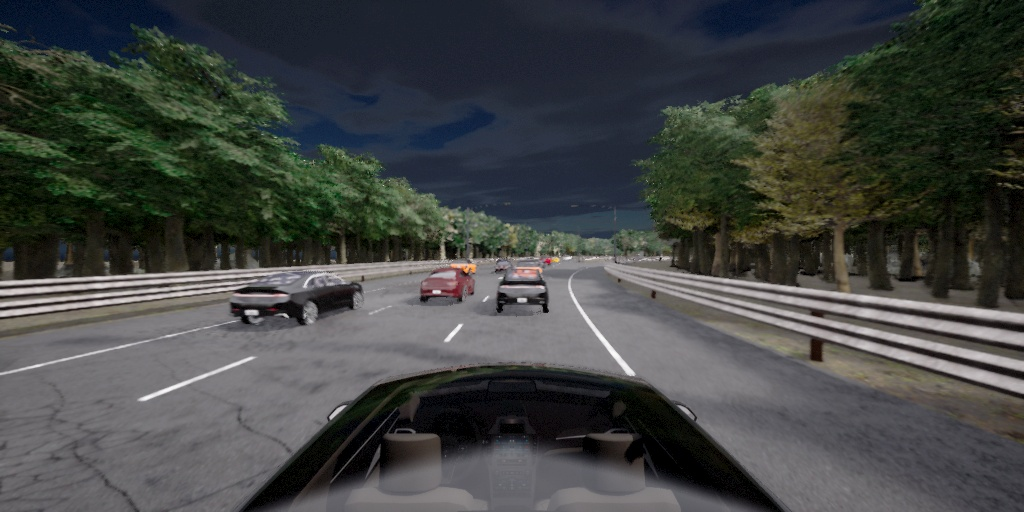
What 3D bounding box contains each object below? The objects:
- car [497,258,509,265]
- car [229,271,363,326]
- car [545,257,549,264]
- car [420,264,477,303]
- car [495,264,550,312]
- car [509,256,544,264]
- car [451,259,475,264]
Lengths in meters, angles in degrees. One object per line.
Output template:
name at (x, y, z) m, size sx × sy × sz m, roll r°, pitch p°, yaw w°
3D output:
car at (-0.864, 1.290, 43.534) m, size 2.033 × 1.411 × 5.357 m, roll 0°, pitch 0°, yaw 7°
car at (-6.610, 1.237, 11.674) m, size 2.128 × 1.511 × 4.902 m, roll 0°, pitch 0°, yaw 2°
car at (4.320, 1.262, 56.516) m, size 2.033 × 1.411 × 5.357 m, roll 0°, pitch 0°, yaw 8°
car at (-2.876, 1.277, 16.611) m, size 1.812 × 1.442 × 4.674 m, roll 0°, pitch 0°, yaw 3°
car at (0.441, 1.244, 14.245) m, size 2.128 × 1.511 × 4.902 m, roll 0°, pitch 0°, yaw 3°
car at (1.212, 1.107, 27.334) m, size 2.097 × 1.767 × 4.553 m, roll 0°, pitch 0°, yaw 4°
car at (-4.975, 1.096, 36.502) m, size 2.097 × 1.767 × 4.553 m, roll 1°, pitch 0°, yaw 5°
